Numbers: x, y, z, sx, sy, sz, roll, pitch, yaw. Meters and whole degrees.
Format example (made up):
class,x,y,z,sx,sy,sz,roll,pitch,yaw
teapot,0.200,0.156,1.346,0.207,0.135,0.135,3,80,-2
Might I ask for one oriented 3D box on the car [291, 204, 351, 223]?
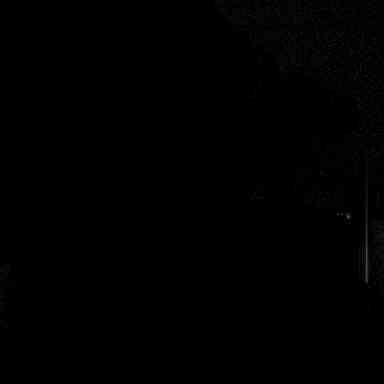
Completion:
class,x,y,z,sx,sy,sz,roll,pitch,yaw
car,10.403,1.695,27.131,2.128,1.511,4.902,0,-1,-35
